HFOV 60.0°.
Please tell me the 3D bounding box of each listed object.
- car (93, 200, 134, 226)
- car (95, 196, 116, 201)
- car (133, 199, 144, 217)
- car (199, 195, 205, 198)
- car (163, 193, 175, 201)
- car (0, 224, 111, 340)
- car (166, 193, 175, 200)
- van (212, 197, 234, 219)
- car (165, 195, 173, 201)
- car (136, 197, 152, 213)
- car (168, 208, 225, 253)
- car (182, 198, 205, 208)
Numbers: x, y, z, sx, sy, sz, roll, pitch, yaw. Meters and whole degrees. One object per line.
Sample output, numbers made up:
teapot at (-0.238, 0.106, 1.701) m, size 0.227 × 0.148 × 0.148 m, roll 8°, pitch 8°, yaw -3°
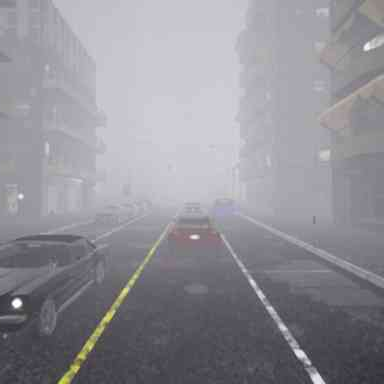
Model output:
car at (-5.648, 1.536, 23.440) m, size 2.008 × 1.369 × 4.403 m, roll 1°, pitch 0°, yaw 0°
car at (-16.503, 1.456, 62.706) m, size 4.097 × 1.590 × 1.967 m, roll 0°, pitch -1°, yaw 0°
car at (-5.649, 1.563, 28.981) m, size 1.802 × 1.307 × 4.206 m, roll 1°, pitch 0°, yaw 0°
car at (2.687, 1.521, 89.341) m, size 1.802 × 1.307 × 4.206 m, roll 1°, pitch 0°, yaw 0°
car at (-5.688, 1.387, 78.128) m, size 1.967 × 1.590 × 4.097 m, roll 1°, pitch 0°, yaw 0°
car at (-3.102, 1.596, 6.658) m, size 1.895 × 1.301 × 4.718 m, roll 0°, pitch 0°, yaw 0°
car at (-5.688, 1.254, 89.278) m, size 2.192 × 1.841 × 5.009 m, roll 1°, pitch 0°, yaw 0°
van at (2.702, 1.322, 29.035) m, size 1.690 × 1.788 × 3.998 m, roll 1°, pitch 0°, yaw 0°
car at (-5.692, 1.525, 83.703) m, size 1.802 × 1.307 × 4.206 m, roll 1°, pitch 0°, yaw 0°
car at (-5.650, 1.543, 34.520) m, size 1.947 × 1.339 × 4.313 m, roll 1°, pitch 0°, yaw 0°
car at (0.095, 1.554, 13.705) m, size 1.994 × 1.385 × 4.181 m, roll 0°, pitch 0°, yaw 0°
car at (0.093, 1.527, 30.593) m, size 2.033 × 1.411 × 5.357 m, roll 0°, pitch 0°, yaw 0°
